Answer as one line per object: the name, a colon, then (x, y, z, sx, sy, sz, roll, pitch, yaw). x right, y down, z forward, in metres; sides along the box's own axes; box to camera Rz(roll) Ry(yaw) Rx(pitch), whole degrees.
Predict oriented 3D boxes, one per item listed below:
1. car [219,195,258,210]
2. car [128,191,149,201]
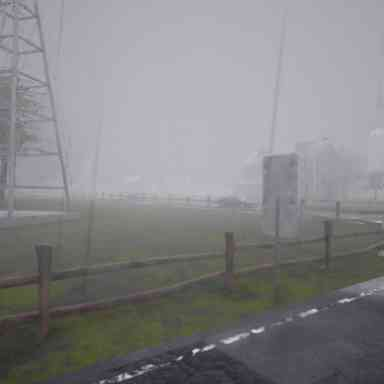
car: (5.027, 1.127, 36.258, 1.882, 1.535, 5.008, 1, 0, -35)
car: (-9.021, 0.685, 56.199, 2.097, 1.767, 4.553, 1, 0, -35)
